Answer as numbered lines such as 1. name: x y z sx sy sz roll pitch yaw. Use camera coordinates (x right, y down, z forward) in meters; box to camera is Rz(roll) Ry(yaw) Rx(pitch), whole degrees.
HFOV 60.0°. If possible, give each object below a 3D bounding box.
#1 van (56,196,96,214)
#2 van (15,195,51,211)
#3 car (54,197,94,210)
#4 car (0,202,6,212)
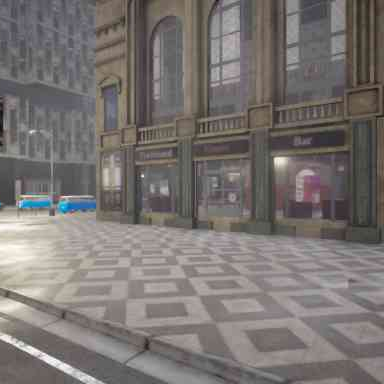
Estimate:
1. van: -11.606 1.282 34.129 1.690 1.788 3.998 0 0 36
2. van: -18.537 1.292 39.092 1.690 1.788 3.998 0 0 36
3. car: -15.364 1.466 43.521 1.752 1.417 4.829 0 0 36
4. car: -21.809 1.513 34.525 2.008 1.369 4.403 0 0 36
